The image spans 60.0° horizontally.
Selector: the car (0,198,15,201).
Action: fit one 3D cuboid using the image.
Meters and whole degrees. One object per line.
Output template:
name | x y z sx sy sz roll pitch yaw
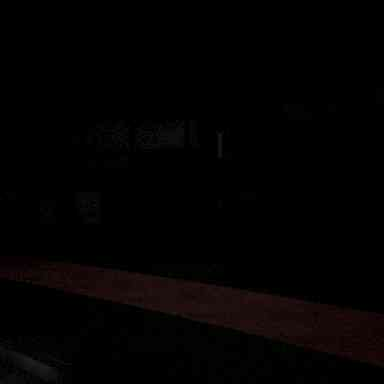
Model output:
car | -18.196 1.348 31.341 1.837 1.490 4.892 0 0 23
